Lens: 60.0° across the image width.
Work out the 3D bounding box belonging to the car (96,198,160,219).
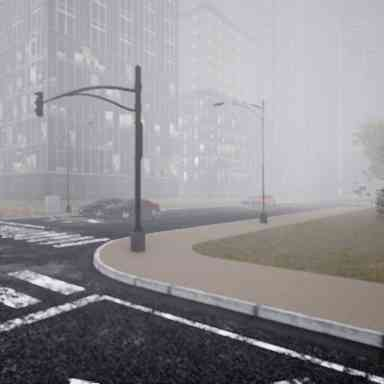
[{"bbox_3d":[-4.658,1.230,26.161,1.882,1.535,5.008,0,0,37],"label":"car"}]

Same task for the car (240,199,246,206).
[{"bbox_3d":[9.212,1.338,49.756,2.033,1.411,5.357,0,0,38],"label":"car"}]

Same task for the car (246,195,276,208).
[{"bbox_3d":[9.619,1.141,44.953,2.097,1.767,4.553,0,0,37],"label":"car"}]

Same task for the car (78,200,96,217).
[{"bbox_3d":[-7.271,1.252,28.095,1.837,1.490,4.892,0,0,37],"label":"car"}]
